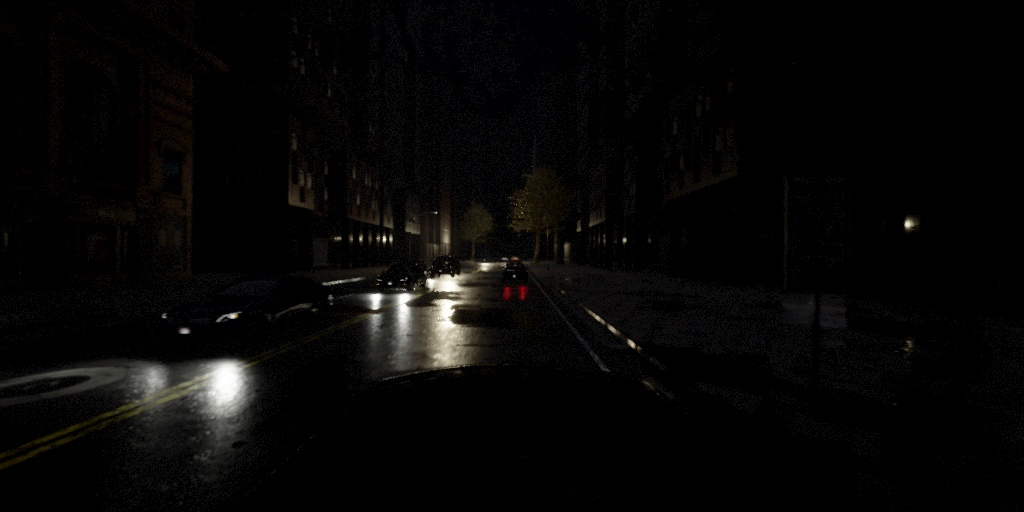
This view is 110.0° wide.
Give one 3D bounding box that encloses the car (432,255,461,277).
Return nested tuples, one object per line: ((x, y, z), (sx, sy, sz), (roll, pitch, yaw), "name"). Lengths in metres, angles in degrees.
((-6.235, 0.963, 34.162), (2.150, 2.045, 5.566), (0, 0, 0), "car")

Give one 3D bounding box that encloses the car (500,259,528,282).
((0.216, 1.241, 28.439), (2.128, 1.511, 4.902), (0, 0, 0), "car")

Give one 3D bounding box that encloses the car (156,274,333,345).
((-6.549, 1.230, 9.520), (1.812, 1.442, 4.674), (0, 0, 1), "car")

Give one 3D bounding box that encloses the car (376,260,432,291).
((-6.434, 1.209, 21.378), (1.837, 1.490, 4.892), (0, 0, 1), "car")
